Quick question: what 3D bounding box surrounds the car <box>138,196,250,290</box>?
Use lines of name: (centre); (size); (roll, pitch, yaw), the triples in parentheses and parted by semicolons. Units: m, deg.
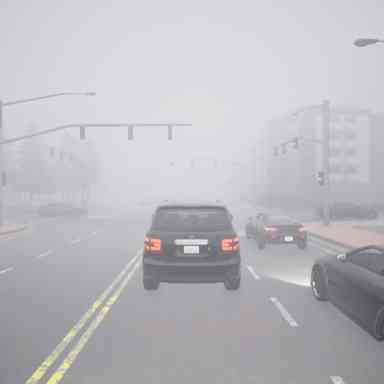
car: (0.002, 1.221, 9.199); (2.150, 2.045, 5.566); (0, 0, 0)

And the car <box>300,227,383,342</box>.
car: (3.572, 1.564, 5.646); (1.994, 1.385, 4.181); (0, 0, 0)

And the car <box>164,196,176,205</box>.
car: (-3.881, 1.477, 59.883); (1.882, 1.535, 5.008); (0, 0, 0)

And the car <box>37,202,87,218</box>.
car: (-11.634, 1.564, 30.027); (4.181, 1.385, 1.994); (0, 0, -9)

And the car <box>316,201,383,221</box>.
car: (12.313, 1.525, 26.626); (4.674, 1.442, 1.812); (0, 0, -3)

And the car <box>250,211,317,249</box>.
car: (3.507, 1.526, 14.366); (1.812, 1.442, 4.674); (0, 0, 0)

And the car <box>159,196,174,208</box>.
car: (-3.845, 1.477, 50.467); (1.882, 1.535, 5.008); (0, 0, 0)

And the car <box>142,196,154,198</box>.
car: (-7.348, 1.477, 53.045); (1.882, 1.535, 5.008); (0, 0, -1)

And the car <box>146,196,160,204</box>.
car: (-7.382, 1.491, 63.314); (2.128, 1.511, 4.902); (0, 0, 0)

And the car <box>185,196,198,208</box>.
car: (-0.125, 1.477, 49.894); (1.882, 1.535, 5.008); (0, 0, 0)
